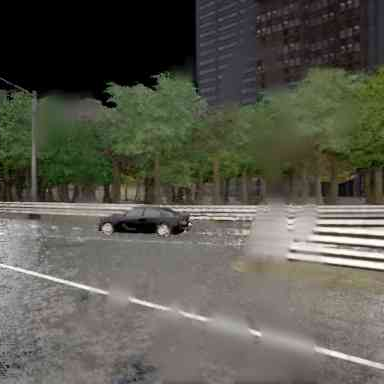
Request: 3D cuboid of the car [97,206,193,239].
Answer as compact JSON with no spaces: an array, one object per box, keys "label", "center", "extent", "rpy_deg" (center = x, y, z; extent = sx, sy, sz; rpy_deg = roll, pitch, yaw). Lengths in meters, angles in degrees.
[{"label":"car","center":[-2.470,1.483,17.249],"extent":[5.008,1.535,1.882],"rpy_deg":[0,0,16]}]
